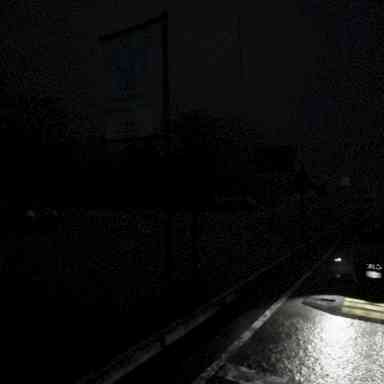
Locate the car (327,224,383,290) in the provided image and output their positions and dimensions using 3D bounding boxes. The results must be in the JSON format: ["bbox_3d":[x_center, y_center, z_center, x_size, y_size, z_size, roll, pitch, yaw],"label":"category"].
[{"bbox_3d":[4.868,1.577,8.767,1.994,1.385,4.181,0,0,31],"label":"car"}]

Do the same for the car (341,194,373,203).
[{"bbox_3d":[34.485,1.575,69.545,4.892,1.521,2.231,0,0,31],"label":"car"}]

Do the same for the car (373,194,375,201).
[{"bbox_3d":[35.890,1.340,71.971,5.566,2.045,2.435,0,0,31],"label":"car"}]

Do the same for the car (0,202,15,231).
[{"bbox_3d":[-11.737,1.369,17.395,4.674,1.452,2.002,0,0,30],"label":"car"}]

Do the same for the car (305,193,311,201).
[{"bbox_3d":[24.670,1.500,78.650,5.008,1.535,2.097,0,0,31],"label":"car"}]

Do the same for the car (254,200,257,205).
[{"bbox_3d":[7.258,1.444,49.385,4.674,1.452,2.002,0,0,31],"label":"car"}]

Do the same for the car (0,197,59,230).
[{"bbox_3d":[-10.177,1.208,20.156,4.553,1.767,2.185,0,0,31],"label":"car"}]

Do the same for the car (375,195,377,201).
[{"bbox_3d":[40.187,1.413,79.199,5.566,2.045,2.435,0,0,31],"label":"car"}]

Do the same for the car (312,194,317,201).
[{"bbox_3d":[28.972,1.449,85.814,4.553,1.767,2.185,0,0,31],"label":"car"}]

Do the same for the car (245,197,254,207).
[{"bbox_3d":[5.641,1.397,46.683,5.008,1.535,2.097,0,0,31],"label":"car"}]

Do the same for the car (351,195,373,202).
[{"bbox_3d":[41.668,1.569,81.576,4.553,1.767,2.185,0,0,31],"label":"car"}]

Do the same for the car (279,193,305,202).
[{"bbox_3d":[21.831,1.469,73.860,5.008,1.535,2.097,0,0,31],"label":"car"}]

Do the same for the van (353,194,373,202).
[{"bbox_3d":[43.172,1.502,83.945,4.442,1.987,1.878,0,0,31],"label":"van"}]

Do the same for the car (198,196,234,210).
[{"bbox_3d":[2.298,1.424,41.051,4.674,1.452,2.002,0,0,31],"label":"car"}]

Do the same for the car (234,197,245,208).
[{"bbox_3d":[3.977,1.392,43.865,4.892,1.521,2.231,0,0,31],"label":"car"}]
